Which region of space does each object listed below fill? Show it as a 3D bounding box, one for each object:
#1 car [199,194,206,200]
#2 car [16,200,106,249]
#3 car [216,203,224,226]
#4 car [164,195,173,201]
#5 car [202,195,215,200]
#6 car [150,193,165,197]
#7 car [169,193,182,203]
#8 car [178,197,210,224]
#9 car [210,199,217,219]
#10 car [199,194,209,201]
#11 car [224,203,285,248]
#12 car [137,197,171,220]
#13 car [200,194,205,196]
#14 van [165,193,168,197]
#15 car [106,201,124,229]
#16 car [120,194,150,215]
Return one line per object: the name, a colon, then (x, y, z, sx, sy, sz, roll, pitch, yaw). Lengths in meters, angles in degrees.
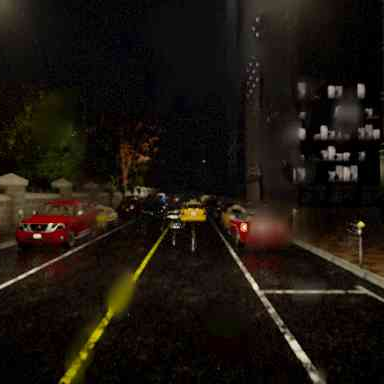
car: (2.722, 1.339, 87.346, 1.887, 1.381, 4.507, 1, 0, 0)
car: (-5.677, 1.297, 14.719, 2.192, 1.841, 5.009, 1, 0, 0)
car: (2.703, 1.499, 20.526, 1.752, 1.417, 4.829, 1, 0, 0)
car: (-5.660, 1.359, 81.769, 1.887, 1.381, 4.507, 1, 0, 0)
car: (2.710, 1.497, 48.023, 1.802, 1.307, 4.206, 1, 0, 0)
car: (-5.667, 1.230, 48.084, 2.192, 1.841, 5.009, 1, 0, 0)
car: (-2.992, 1.370, 67.353, 2.128, 1.511, 4.902, 0, 0, 0)
car: (0.107, 1.423, 24.387, 1.801, 1.575, 5.366, 0, 0, 0)
car: (2.704, 1.530, 26.036, 1.947, 1.339, 4.313, 1, 0, 0)
car: (2.720, 1.275, 76.111, 1.967, 1.590, 4.097, 1, 0, 0)
car: (2.702, 1.423, 14.675, 1.967, 1.590, 4.097, 1, 0, 0)
car: (-3.091, 1.466, 27.888, 1.837, 1.490, 4.892, 0, 0, 0)
car: (2.714, 1.340, 53.640, 1.967, 1.590, 4.097, 1, 0, 0)
van: (-5.664, 1.225, 59.312, 1.690, 1.788, 3.998, 1, 0, 0)
car: (-5.678, 1.499, 20.230, 1.752, 1.417, 4.829, 1, 0, 0)
car: (-5.672, 1.268, 31.766, 2.192, 1.841, 5.009, 1, 0, 0)
